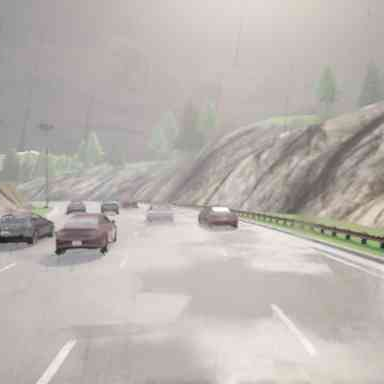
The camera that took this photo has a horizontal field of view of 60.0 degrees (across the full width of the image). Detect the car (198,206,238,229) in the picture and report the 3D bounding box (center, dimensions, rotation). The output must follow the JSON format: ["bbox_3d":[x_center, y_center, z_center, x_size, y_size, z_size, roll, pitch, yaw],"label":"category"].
[{"bbox_3d":[1.641,1.590,22.277,1.994,1.385,4.181,0,0,-10],"label":"car"}]

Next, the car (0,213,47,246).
[{"bbox_3d":[-7.973,1.659,15.759,1.994,1.385,4.181,0,0,-8],"label":"car"}]

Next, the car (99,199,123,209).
[{"bbox_3d":[-9.326,1.637,37.315,2.128,1.511,4.902,0,0,-17],"label":"car"}]

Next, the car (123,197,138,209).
[{"bbox_3d":[-9.396,1.518,48.708,2.097,1.767,4.553,-1,0,-21],"label":"car"}]

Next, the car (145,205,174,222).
[{"bbox_3d":[-2.677,1.671,26.580,1.895,1.301,4.718,0,0,-12],"label":"car"}]

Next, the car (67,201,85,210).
[{"bbox_3d":[-13.355,1.745,38.398,1.994,1.385,4.181,0,0,-18],"label":"car"}]

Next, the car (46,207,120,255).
[{"bbox_3d":[-4.178,1.585,13.607,1.812,1.442,4.674,0,0,-6],"label":"car"}]
